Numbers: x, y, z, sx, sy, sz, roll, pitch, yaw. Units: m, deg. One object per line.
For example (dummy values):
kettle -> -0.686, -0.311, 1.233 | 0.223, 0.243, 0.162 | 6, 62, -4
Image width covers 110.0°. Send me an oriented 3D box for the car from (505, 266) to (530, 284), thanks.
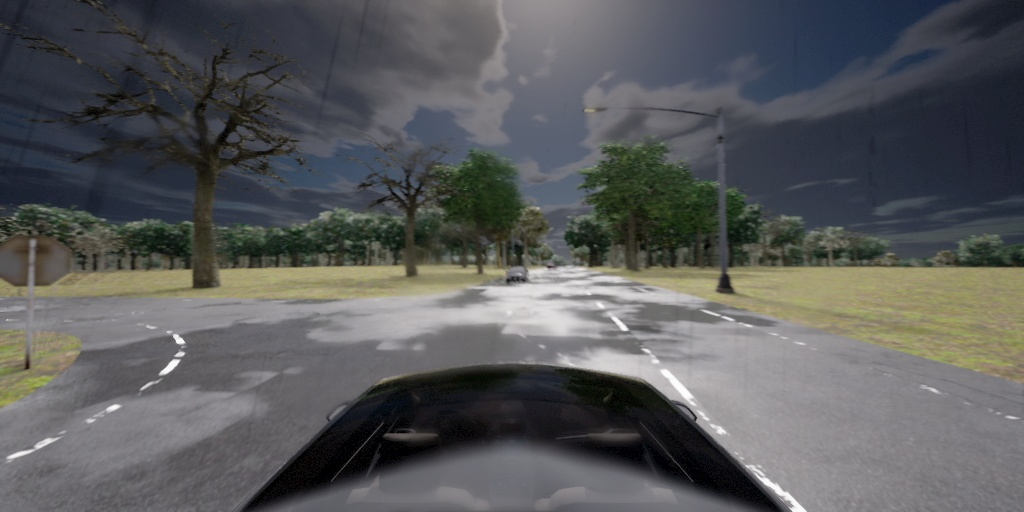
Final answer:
car -> 0.542, 1.702, 32.676 | 1.837, 1.490, 4.892 | -1, -1, 7
